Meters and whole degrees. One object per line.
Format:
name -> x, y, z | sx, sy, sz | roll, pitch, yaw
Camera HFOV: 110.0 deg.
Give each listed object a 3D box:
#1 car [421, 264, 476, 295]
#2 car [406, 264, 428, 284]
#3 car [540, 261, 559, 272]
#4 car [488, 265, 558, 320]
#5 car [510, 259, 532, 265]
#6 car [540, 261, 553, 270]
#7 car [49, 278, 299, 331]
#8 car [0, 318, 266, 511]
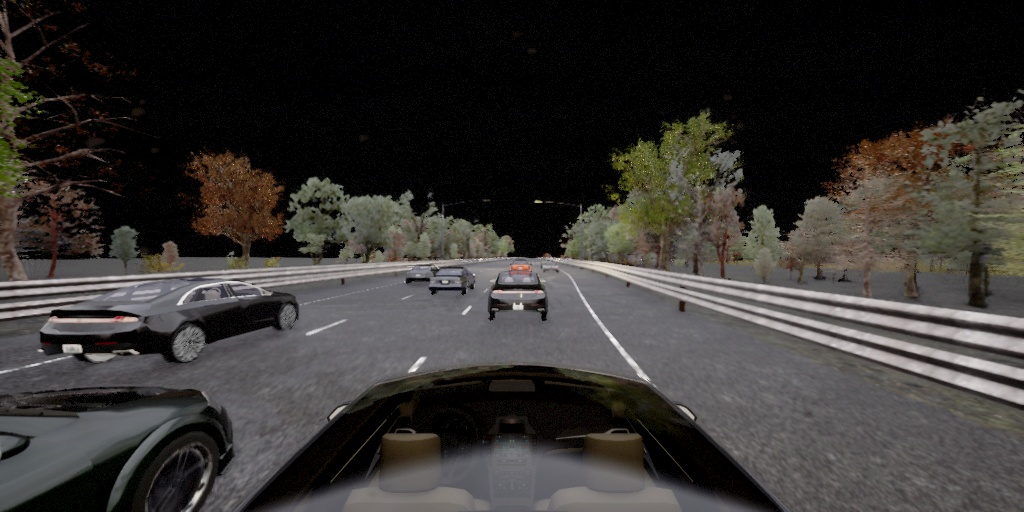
car -> -3.159, 1.298, 19.756 | 2.033, 1.411, 5.357 | 0, 0, 1
car -> -6.445, 1.315, 26.847 | 1.994, 1.385, 4.181 | 0, 0, 2
car -> 4.717, 1.374, 44.131 | 1.895, 1.301, 4.718 | 0, 0, 4
car -> 0.209, 1.242, 12.572 | 2.128, 1.511, 4.902 | 0, 0, 1
car -> 0.854, 1.113, 34.404 | 2.097, 1.767, 4.553 | 0, 0, 2
car -> 5.317, 1.386, 55.736 | 1.895, 1.301, 4.718 | 0, 0, 3
car -> -6.848, 1.237, 8.028 | 2.128, 1.511, 4.902 | 0, 0, 0
car -> -3.381, 1.312, 1.355 | 1.994, 1.385, 4.181 | 0, 0, 0
